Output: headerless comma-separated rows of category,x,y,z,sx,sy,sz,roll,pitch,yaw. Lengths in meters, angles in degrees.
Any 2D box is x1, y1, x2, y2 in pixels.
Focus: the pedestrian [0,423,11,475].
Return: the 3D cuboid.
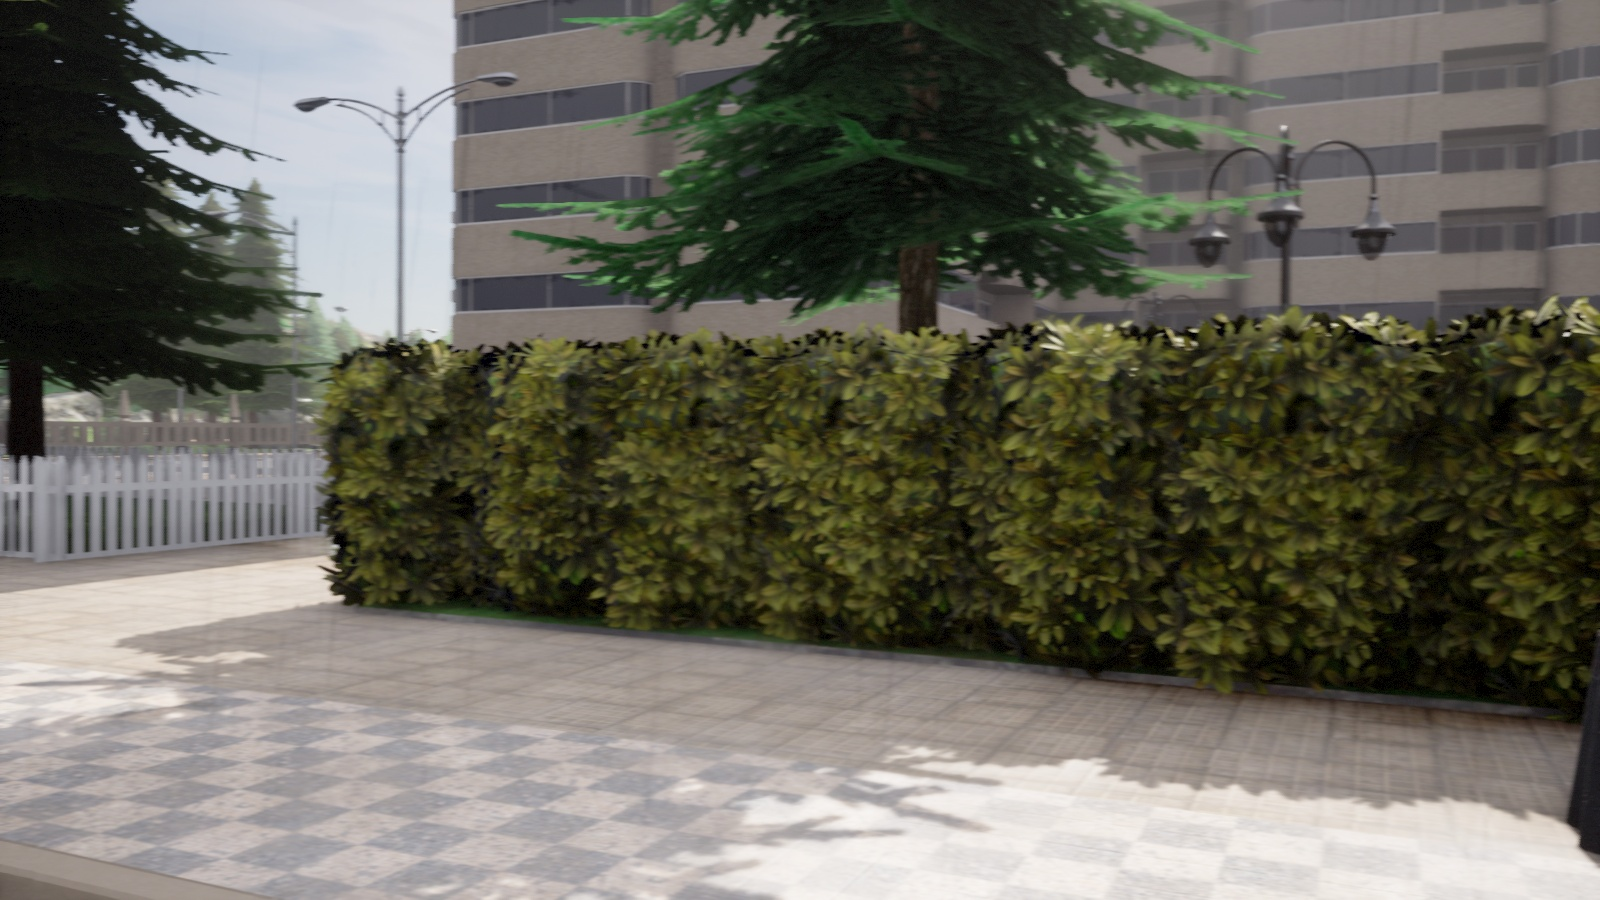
pedestrian,-30.656,-0.044,47.746,0.659,1.952,0.873,0,1,24
